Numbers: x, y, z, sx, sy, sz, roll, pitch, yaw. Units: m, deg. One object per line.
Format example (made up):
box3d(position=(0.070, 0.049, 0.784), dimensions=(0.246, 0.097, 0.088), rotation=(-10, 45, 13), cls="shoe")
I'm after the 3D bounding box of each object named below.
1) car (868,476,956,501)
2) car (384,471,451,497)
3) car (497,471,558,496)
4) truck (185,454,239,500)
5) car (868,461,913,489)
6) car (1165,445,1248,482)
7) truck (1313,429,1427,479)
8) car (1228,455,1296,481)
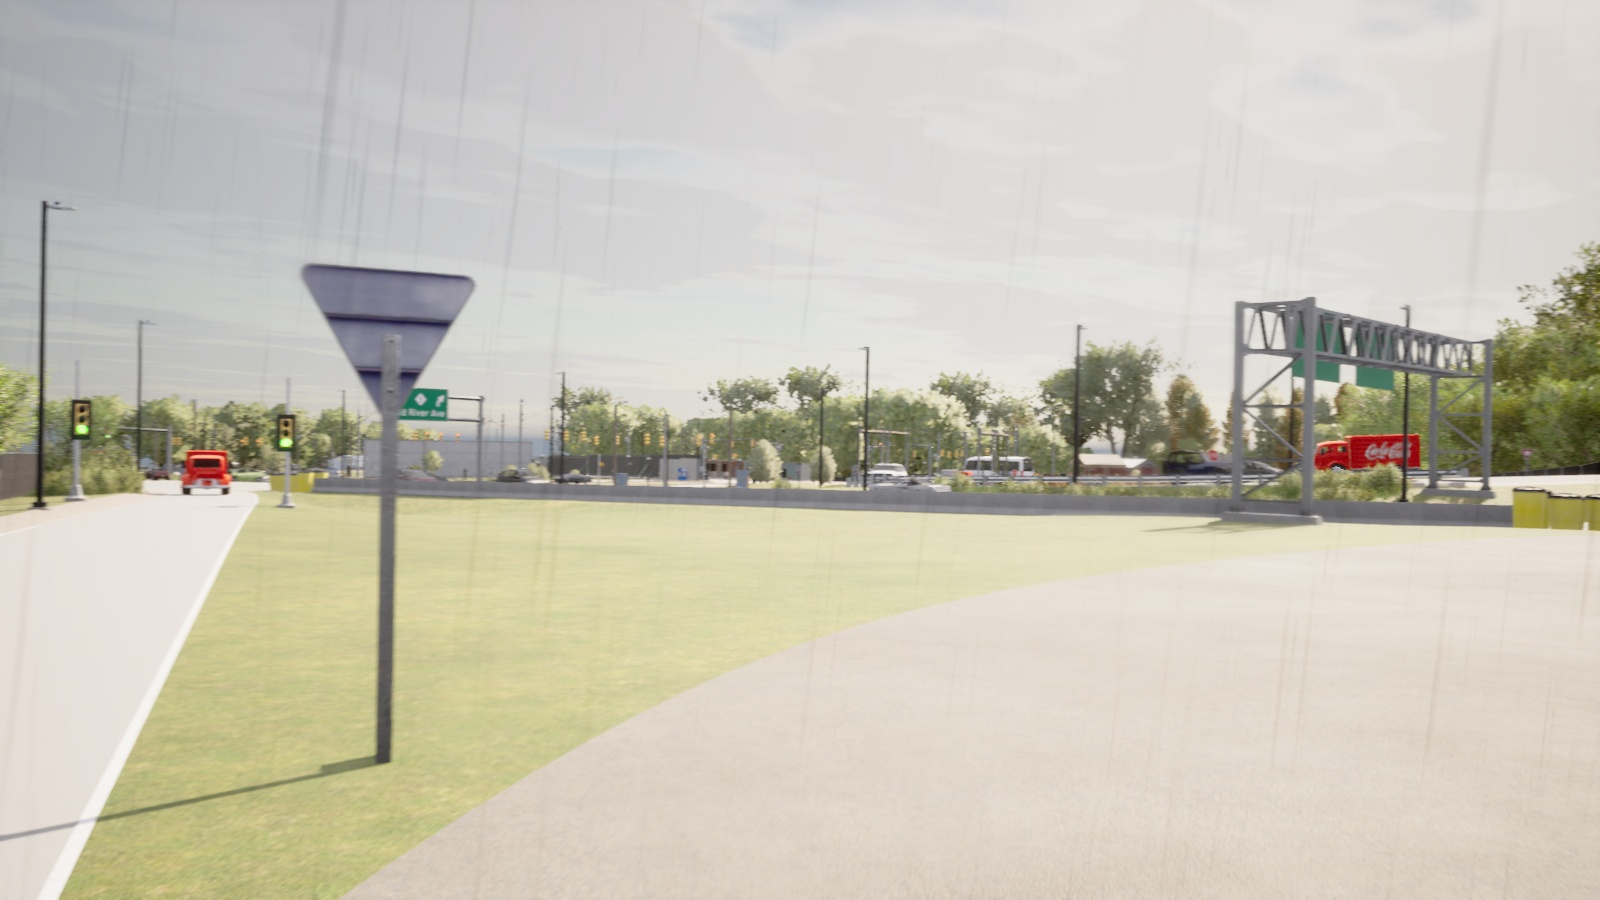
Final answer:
box3d(position=(6.273, 2.137, 70.812), dimensions=(4.718, 1.301, 1.895), rotation=(-1, -1, 41), cls="car")
box3d(position=(-25.834, 2.264, 84.640), dimensions=(4.856, 1.649, 2.033), rotation=(-1, -1, 41), cls="car")
box3d(position=(-17.897, 2.172, 82.417), dimensions=(3.988, 1.617, 1.851), rotation=(-1, -1, 41), cls="car")
box3d(position=(-32.837, 1.524, 70.124), dimensions=(2.627, 2.467, 5.204), rotation=(1, -1, -26), cls="truck")
box3d(position=(7.021, 1.965, 96.794), dimensions=(2.150, 2.045, 5.566), rotation=(0, -3, 18), cls="car")
box3d(position=(21.650, 0.729, 66.861), dimensions=(3.866, 1.878, 1.905), rotation=(-2, -1, 29), cls="car")
box3d(position=(30.525, 0.201, 67.487), dimensions=(5.204, 2.467, 2.627), rotation=(-2, 1, 17), cls="truck")
box3d(position=(32.180, 1.273, 87.549), dimensions=(3.988, 1.617, 1.851), rotation=(-5, -3, 41), cls="car")
